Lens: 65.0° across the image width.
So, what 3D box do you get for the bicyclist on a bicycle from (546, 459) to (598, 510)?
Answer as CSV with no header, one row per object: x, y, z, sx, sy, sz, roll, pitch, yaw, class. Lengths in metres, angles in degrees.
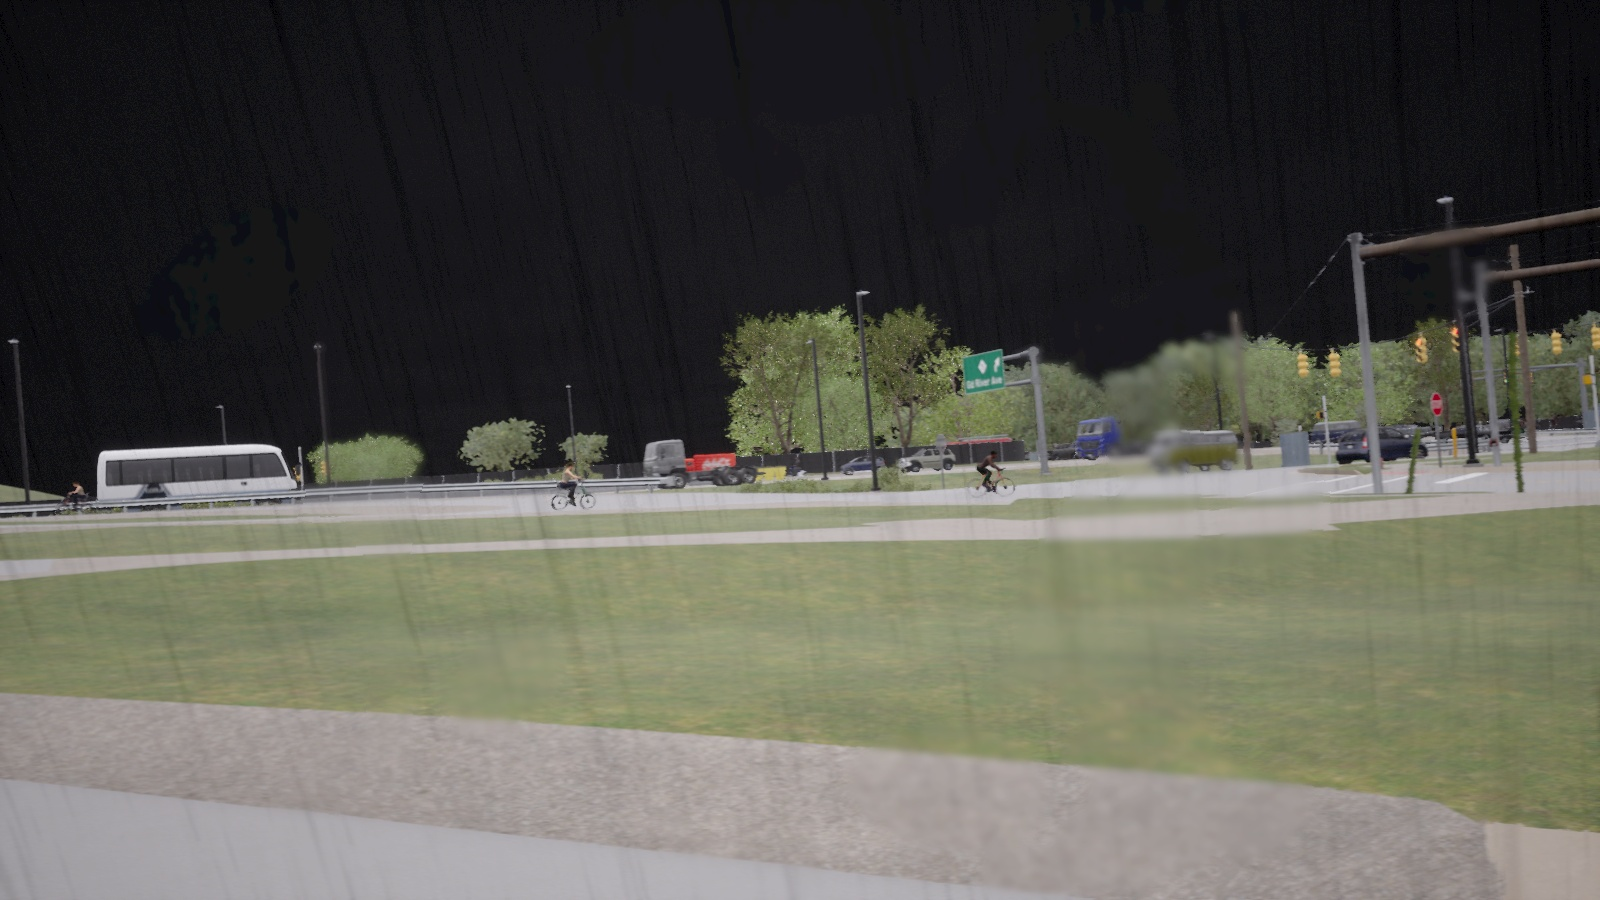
-7.595,1.148,41.780,1.509,1.612,0.866,-1,-2,-25,bicyclist on a bicycle

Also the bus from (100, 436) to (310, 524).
-33.330,1.661,70.847,10.273,4.253,3.944,-3,-1,-23,bus

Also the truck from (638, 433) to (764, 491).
-6.755,0.813,86.056,7.936,3.462,2.891,-3,-1,-23,truck

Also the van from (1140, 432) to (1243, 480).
18.355,0.284,58.834,4.442,1.987,1.775,-2,-1,-24,van

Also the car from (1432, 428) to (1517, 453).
43.889,-0.611,81.787,1.895,1.301,4.718,-3,-1,-21,car

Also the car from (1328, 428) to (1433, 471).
25.009,-0.027,54.127,3.988,1.617,1.851,-2,-1,-24,car

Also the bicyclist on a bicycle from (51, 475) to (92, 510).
-34.597,2.027,59.652,1.509,1.612,0.866,-2,-1,-21,bicyclist on a bicycle

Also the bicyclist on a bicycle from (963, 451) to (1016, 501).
6.548,0.892,43.394,1.656,1.620,0.582,-3,2,18,bicyclist on a bicycle

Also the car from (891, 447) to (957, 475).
9.594,0.865,96.854,4.605,1.855,1.932,-3,-1,-23,car
